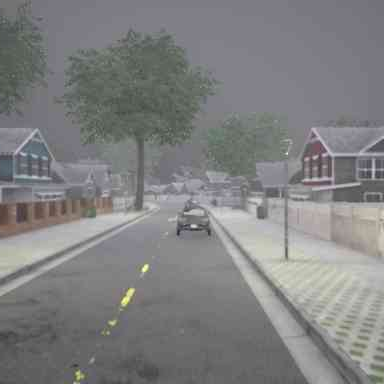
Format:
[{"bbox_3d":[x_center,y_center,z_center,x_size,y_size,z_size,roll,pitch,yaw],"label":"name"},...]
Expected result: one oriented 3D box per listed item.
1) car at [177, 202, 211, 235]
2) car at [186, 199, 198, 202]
[{"bbox_3d":[0.094,1.544,18.999,1.812,1.442,4.674,0,0,0],"label":"car"},{"bbox_3d":[0.010,1.596,38.934,1.812,1.442,4.674,0,0,-1],"label":"car"}]
